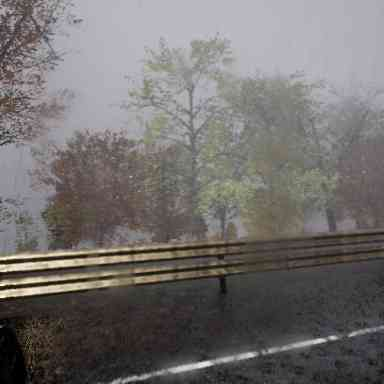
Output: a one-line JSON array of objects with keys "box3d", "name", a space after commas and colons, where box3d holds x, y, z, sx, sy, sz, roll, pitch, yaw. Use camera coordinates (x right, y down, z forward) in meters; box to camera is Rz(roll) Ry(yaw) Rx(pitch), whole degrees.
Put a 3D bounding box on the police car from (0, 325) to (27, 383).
[{"box3d": [-4.173, 1.655, 2.435, 5.238, 1.638, 1.930, -1, -2, -20], "name": "police car"}]
